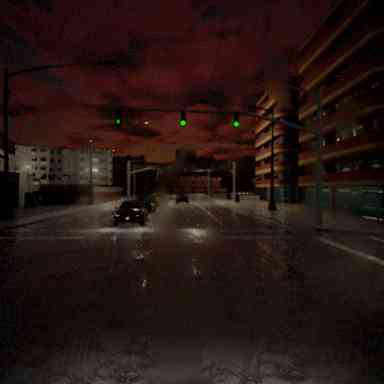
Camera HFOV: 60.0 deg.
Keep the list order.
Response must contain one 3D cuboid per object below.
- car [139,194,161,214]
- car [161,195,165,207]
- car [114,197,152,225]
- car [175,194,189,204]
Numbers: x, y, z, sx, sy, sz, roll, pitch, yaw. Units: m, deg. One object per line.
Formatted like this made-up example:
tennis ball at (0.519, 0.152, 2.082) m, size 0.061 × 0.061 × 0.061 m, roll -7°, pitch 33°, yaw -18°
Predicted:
car at (-4.331, 1.076, 31.303) m, size 2.097 × 1.767 × 4.553 m, roll 0°, pitch 0°, yaw -2°
car at (-4.664, 1.122, 40.481) m, size 1.882 × 1.535 × 5.008 m, roll 0°, pitch 0°, yaw -2°
car at (-3.940, 1.309, 22.108) m, size 1.837 × 1.490 × 4.892 m, roll 0°, pitch 0°, yaw -3°
car at (-1.501, 1.063, 50.866) m, size 1.837 × 1.490 × 4.892 m, roll 0°, pitch 1°, yaw -2°
